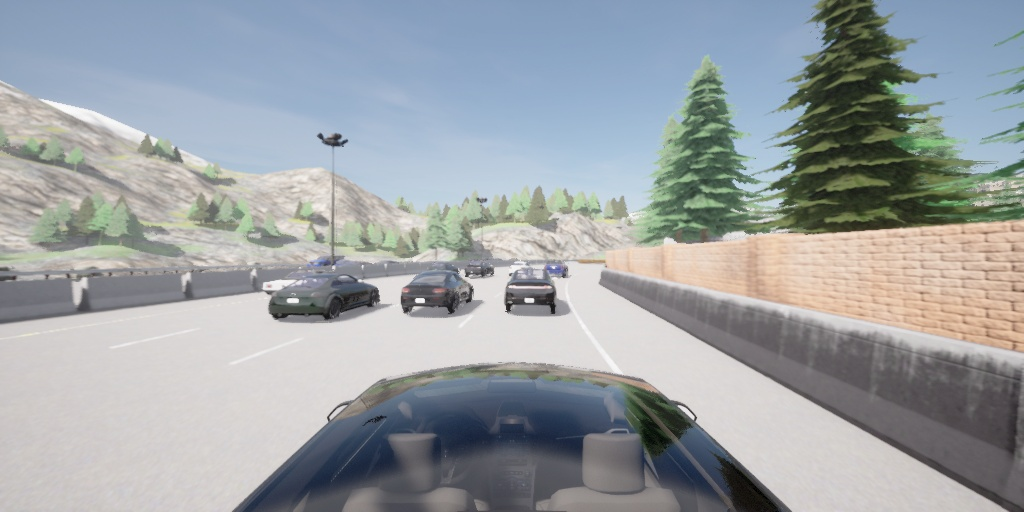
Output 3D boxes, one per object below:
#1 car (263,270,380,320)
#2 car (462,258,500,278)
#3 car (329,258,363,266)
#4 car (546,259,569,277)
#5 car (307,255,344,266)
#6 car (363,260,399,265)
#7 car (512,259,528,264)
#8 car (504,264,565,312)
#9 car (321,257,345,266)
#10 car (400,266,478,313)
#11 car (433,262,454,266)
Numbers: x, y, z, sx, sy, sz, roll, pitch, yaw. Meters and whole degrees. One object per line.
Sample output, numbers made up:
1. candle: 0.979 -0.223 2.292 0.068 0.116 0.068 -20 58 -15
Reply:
1. car: -6.360 1.298 12.633 1.994 1.385 4.181 0 0 4
2. car: -3.043 1.239 34.390 2.128 1.511 4.902 0 0 13
3. car: -19.072 1.252 43.462 2.033 1.411 5.357 0 0 15
4. car: 4.374 1.120 35.332 2.097 1.767 4.553 0 0 14
5. car: -24.910 0.913 48.544 2.150 2.045 5.566 0 0 16
6. car: -15.408 1.240 43.479 1.812 1.442 4.674 0 0 15
7. car: 0.928 1.284 36.064 1.812 1.442 4.674 0 0 14
8. car: 0.793 1.246 14.215 2.128 1.511 4.902 0 0 5
9. car: -21.841 1.223 46.458 1.812 1.442 4.674 0 0 16
10. car: -2.758 1.270 13.824 1.812 1.442 4.674 0 0 5
11. car: -6.618 1.301 34.427 1.994 1.385 4.181 0 0 12
